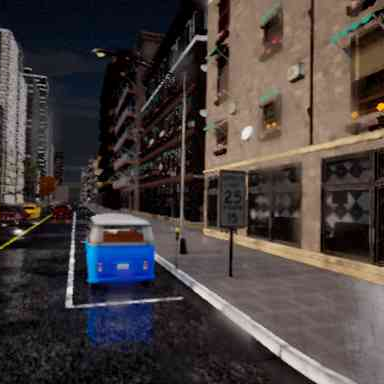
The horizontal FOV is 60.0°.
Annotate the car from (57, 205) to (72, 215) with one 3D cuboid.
[{"bbox_3d":[-18.689,2.592,48.828,1.895,1.301,4.718,2,-2,-19],"label":"car"}]

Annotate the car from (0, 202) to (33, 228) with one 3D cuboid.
[{"bbox_3d":[-13.901,1.779,25.488,2.097,1.767,4.553,2,-2,-19],"label":"car"}]

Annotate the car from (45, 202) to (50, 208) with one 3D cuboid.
[{"bbox_3d":[-35.658,3.057,79.828,1.752,1.417,4.829,2,-2,-19],"label":"car"}]

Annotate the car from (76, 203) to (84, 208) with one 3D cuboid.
[{"bbox_3d":[-29.632,3.480,87.968,1.802,1.307,4.206,2,-2,-19],"label":"car"}]

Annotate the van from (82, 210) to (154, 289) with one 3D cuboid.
[{"bbox_3d":[-2.242,1.572,9.652,1.690,1.788,3.998,2,-2,-19],"label":"van"}]

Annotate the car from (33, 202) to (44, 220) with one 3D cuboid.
[{"bbox_3d":[-17.178,2.104,34.970,1.882,1.535,5.008,2,-2,-19],"label":"car"}]

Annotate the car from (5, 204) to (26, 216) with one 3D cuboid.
[{"bbox_3d":[-22.878,2.268,43.278,1.752,1.417,4.829,2,-2,-19],"label":"car"}]

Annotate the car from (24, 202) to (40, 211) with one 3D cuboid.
[{"bbox_3d":[-28.410,2.521,59.106,1.967,1.590,4.097,2,-2,-19],"label":"car"}]

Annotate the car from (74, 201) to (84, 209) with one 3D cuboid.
[{"bbox_3d":[-25.812,2.983,76.148,2.097,1.767,4.553,2,-2,-19],"label":"car"}]

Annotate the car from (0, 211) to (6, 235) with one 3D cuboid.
[{"bbox_3d":[-10.618,1.795,16.032,1.994,1.385,4.181,2,-2,-20],"label":"car"}]

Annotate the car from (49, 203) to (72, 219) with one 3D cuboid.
[{"bbox_3d":[-15.273,2.262,39.060,1.882,1.535,5.008,2,-2,-19],"label":"car"}]

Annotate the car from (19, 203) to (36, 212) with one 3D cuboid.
[{"bbox_3d":[-26.587,2.520,53.881,2.008,1.369,4.403,2,-2,-19],"label":"car"}]

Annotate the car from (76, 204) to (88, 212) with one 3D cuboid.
[{"bbox_3d":[-20.503,2.879,61.862,2.008,1.369,4.403,2,-2,-19],"label":"car"}]

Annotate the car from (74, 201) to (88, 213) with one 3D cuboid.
[{"bbox_3d":[-18.677,2.767,56.640,2.008,1.369,4.403,2,-2,-19],"label":"car"}]
